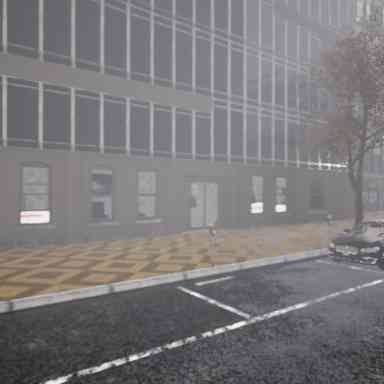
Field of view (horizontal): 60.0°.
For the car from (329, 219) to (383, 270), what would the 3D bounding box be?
[{"bbox_3d":[6.316,1.599,11.066,4.403,1.369,2.008,0,0,-36],"label":"car"}]
